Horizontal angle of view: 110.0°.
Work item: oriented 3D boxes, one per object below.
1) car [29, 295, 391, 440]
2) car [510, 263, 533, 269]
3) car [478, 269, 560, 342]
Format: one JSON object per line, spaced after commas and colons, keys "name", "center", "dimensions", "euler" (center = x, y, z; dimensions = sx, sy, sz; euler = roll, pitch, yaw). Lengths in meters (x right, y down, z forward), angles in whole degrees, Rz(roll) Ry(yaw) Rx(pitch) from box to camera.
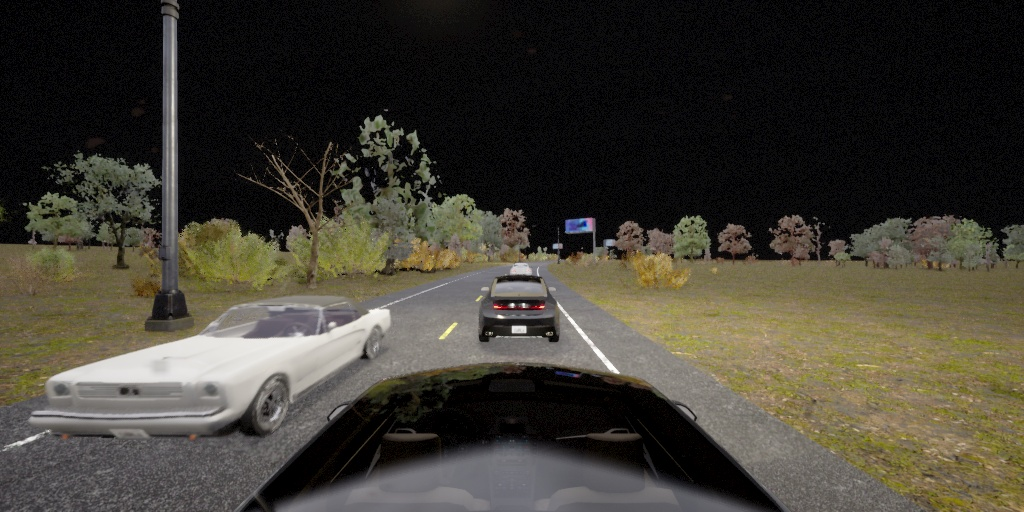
{"name": "car", "center": [-3.565, 1.352, 5.556], "dimensions": [1.895, 1.301, 4.718], "euler": [0, 0, 0]}
{"name": "car", "center": [0.776, 1.295, 30.293], "dimensions": [1.812, 1.442, 4.674], "euler": [0, 0, 3]}
{"name": "car", "center": [0.182, 1.258, 9.749], "dimensions": [1.837, 1.490, 4.892], "euler": [0, 0, 1]}
